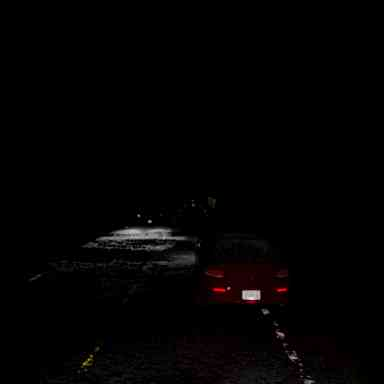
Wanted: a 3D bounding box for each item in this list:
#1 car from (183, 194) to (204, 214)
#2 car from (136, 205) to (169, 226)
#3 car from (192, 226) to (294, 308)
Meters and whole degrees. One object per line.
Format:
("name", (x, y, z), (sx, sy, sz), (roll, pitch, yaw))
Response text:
("car", (0.157, 1.348, 34.948), (2.097, 1.767, 4.553), (0, 0, 0))
("car", (-2.694, 1.599, 23.573), (1.895, 1.301, 4.718), (0, 0, 0))
("car", (0.979, 1.526, 7.764), (1.812, 1.442, 4.674), (0, 0, 0))
